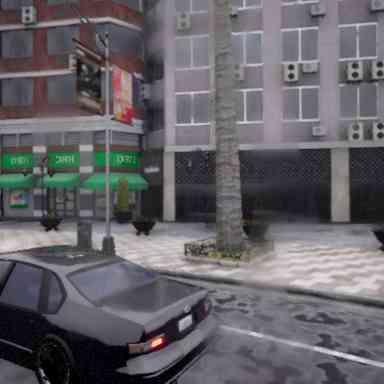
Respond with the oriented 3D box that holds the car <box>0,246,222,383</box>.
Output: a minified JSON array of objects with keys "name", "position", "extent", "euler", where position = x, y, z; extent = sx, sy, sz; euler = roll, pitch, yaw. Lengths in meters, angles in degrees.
[{"name":"car","position":[-2.258,1.583,5.086],"extent":[5.357,1.411,2.033],"euler":[-1,0,29]}]
